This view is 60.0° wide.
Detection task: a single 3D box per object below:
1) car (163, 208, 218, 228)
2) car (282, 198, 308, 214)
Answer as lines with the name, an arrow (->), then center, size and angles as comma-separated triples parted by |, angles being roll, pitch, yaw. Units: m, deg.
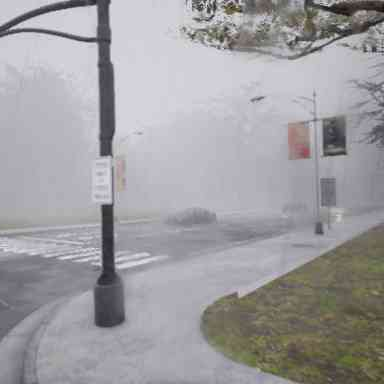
car -> 0.028, 1.993, 26.634 | 2.033, 1.411, 5.357 | -2, -2, 36
car -> 14.456, 1.903, 46.493 | 2.150, 2.045, 5.566 | -2, -2, 36
